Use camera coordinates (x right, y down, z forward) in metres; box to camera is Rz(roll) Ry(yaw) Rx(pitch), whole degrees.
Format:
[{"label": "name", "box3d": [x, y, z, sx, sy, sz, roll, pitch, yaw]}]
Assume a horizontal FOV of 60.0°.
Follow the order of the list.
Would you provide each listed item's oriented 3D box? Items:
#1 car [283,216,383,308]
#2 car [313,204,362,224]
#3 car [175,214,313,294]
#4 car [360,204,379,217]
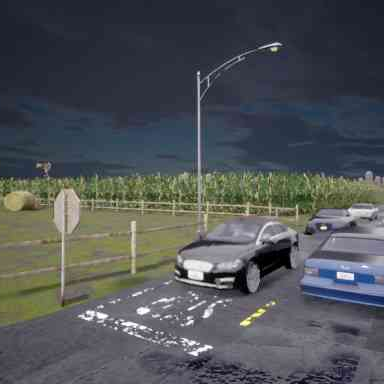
[{"label": "car", "box3d": [4.172, 1.548, 8.011, 2.033, 1.411, 5.357, -1, 0, 35]}, {"label": "car", "box3d": [7.558, 1.583, 17.889, 1.994, 1.385, 4.181, -1, 0, 35]}, {"label": "car", "box3d": [1.470, 1.516, 9.118, 2.128, 1.511, 4.902, -1, 0, 35]}, {"label": "car", "box3d": [13.686, 1.612, 26.712, 1.895, 1.301, 4.718, -1, 0, 35]}]
